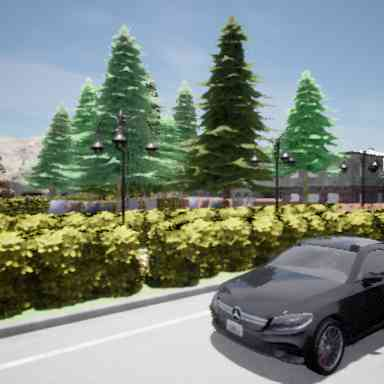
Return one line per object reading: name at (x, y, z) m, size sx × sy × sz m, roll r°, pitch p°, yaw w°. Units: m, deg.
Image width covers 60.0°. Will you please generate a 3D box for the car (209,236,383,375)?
car at (2.456, 1.539, 5.730) m, size 4.674 × 1.442 × 1.812 m, roll 0°, pitch 0°, yaw -35°
